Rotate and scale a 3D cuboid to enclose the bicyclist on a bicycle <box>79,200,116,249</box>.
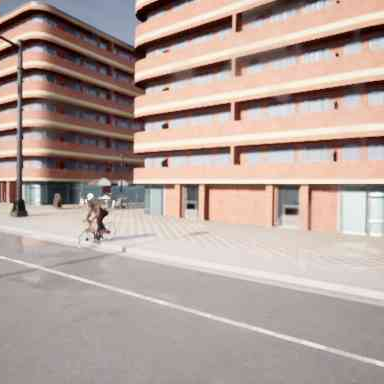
[{"bbox_3d":[-3.327,1.071,11.627,0.582,1.620,1.656,2,11,34],"label":"bicyclist on a bicycle"}]
